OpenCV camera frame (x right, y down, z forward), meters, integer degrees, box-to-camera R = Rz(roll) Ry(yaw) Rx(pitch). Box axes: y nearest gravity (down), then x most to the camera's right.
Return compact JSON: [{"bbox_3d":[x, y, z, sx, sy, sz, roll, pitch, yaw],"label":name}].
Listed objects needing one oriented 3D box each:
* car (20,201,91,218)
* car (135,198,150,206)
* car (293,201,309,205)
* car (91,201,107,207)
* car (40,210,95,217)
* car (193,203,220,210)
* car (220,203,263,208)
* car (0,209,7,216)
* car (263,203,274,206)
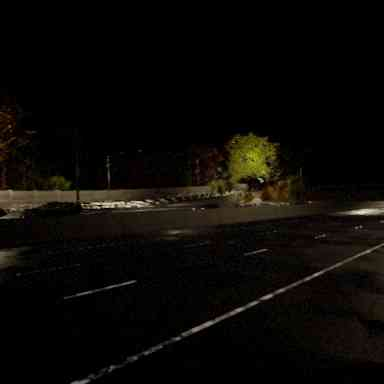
[{"bbox_3d":[-12.713,1.928,30.733,2.150,2.045,5.566,4,1,42],"label":"car"},{"bbox_3d":[-9.918,2.054,67.847,1.837,1.490,4.892,-2,0,21],"label":"car"},{"bbox_3d":[17.718,2.327,54.184,2.097,1.767,4.553,-2,-2,42],"label":"car"},{"bbox_3d":[-15.426,2.212,52.833,2.128,1.511,4.902,-2,0,19],"label":"car"},{"bbox_3d":[-8.494,2.267,25.079,1.895,1.301,4.718,-2,-2,42],"label":"car"},{"bbox_3d":[2.146,2.386,47.352,2.097,1.767,4.553,-2,-2,42],"label":"car"},{"bbox_3d":[6.225,2.383,41.436,2.033,1.411,5.357,-2,-2,42],"label":"car"},{"bbox_3d":[-21.854,2.137,34.180,2.033,1.411,5.357,-2,-1,22],"label":"car"},{"bbox_3d":[13.057,2.694,59.438,1.812,1.442,4.674,-2,-2,42],"label":"car"}]
